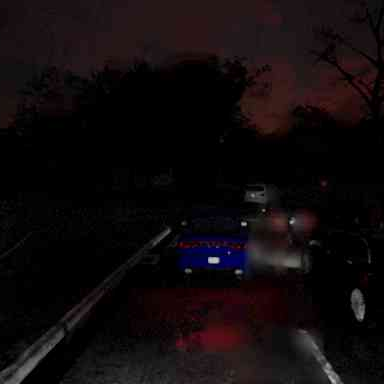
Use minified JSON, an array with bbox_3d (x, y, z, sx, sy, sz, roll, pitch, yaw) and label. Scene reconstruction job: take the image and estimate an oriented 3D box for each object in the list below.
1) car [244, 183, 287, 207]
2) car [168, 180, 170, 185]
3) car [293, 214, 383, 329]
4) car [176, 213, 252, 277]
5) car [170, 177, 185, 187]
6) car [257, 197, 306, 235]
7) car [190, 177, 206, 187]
[{"bbox_3d":[6.664,0.222,29.947,2.150,2.045,5.566,2,4,36],"label":"car"},{"bbox_3d":[-5.198,-2.426,84.874,2.128,1.511,4.902,0,2,-4],"label":"car"},{"bbox_3d":[3.689,1.454,6.789,1.837,1.490,4.892,0,1,3],"label":"car"},{"bbox_3d":[0.662,1.356,10.029,1.882,1.535,5.008,0,1,4],"label":"car"},{"bbox_3d":[-2.380,-2.015,67.830,2.150,2.045,5.566,-1,3,-14],"label":"car"},{"bbox_3d":[4.605,1.240,16.577,2.033,1.411,5.357,0,2,8],"label":"car"},{"bbox_3d":[1.072,-1.944,67.181,2.150,2.045,5.566,-2,3,-16],"label":"car"}]
